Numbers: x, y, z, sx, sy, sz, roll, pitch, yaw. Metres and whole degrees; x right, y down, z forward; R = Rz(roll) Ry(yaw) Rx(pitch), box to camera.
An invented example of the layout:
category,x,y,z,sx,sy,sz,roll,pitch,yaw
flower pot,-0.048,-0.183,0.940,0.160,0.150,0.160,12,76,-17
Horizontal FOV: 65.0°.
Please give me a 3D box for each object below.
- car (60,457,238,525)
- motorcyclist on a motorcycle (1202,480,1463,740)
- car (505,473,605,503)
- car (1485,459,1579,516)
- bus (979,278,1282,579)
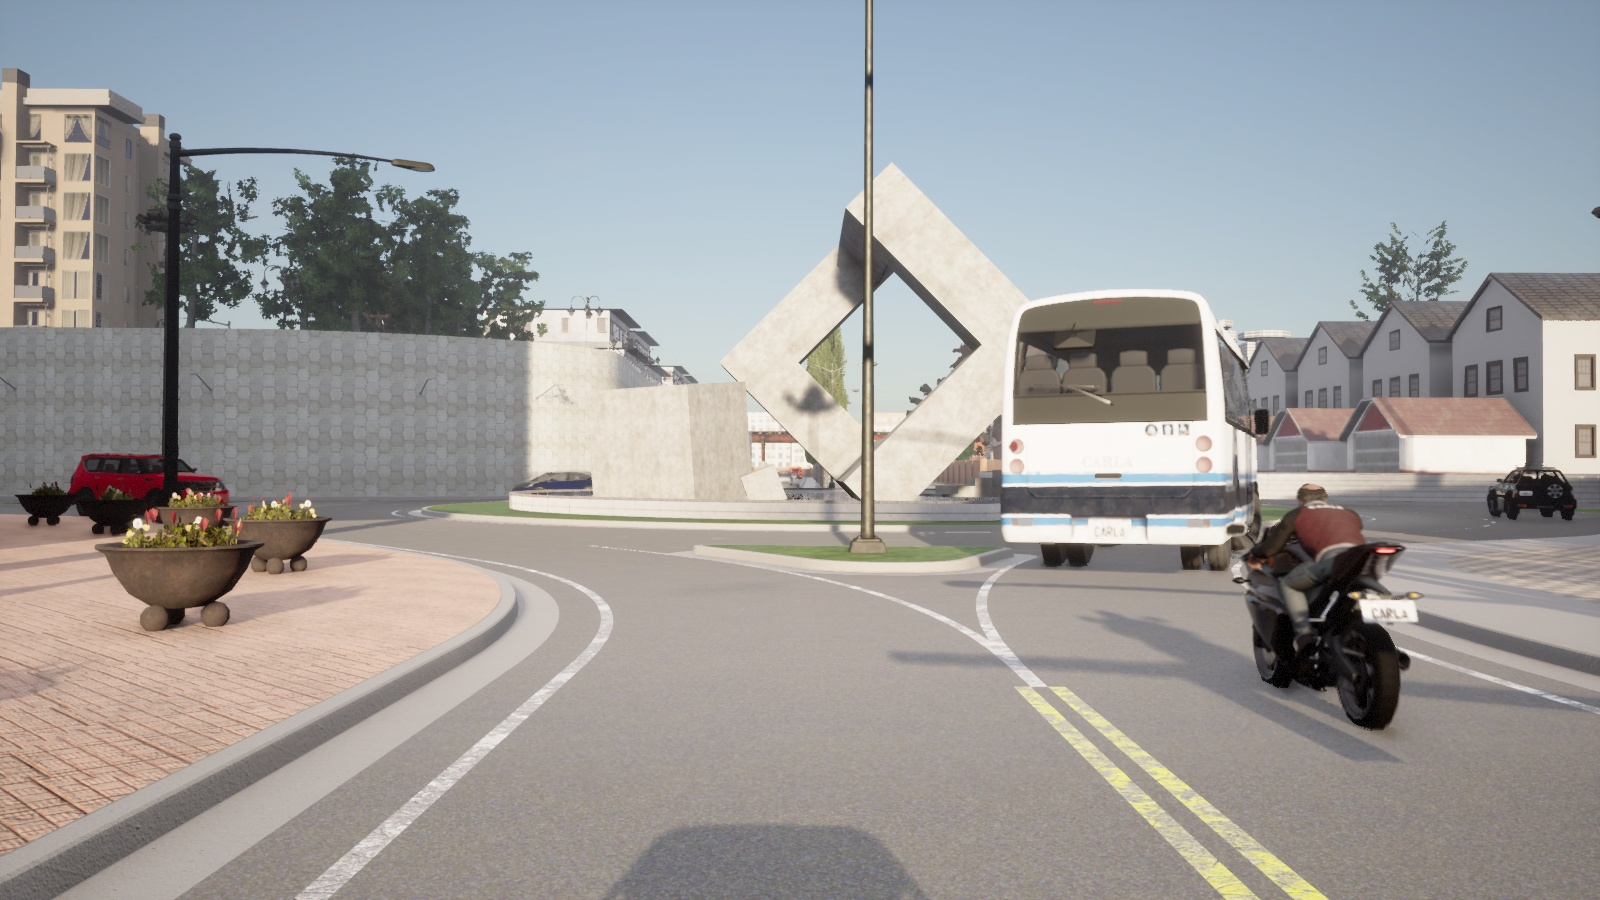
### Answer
category,x,y,z,sx,sy,sz,roll,pitch,yaw
car,-20.919,1.293,40.324,5.566,2.045,2.150,-1,-1,25
motorcyclist on a motorcycle,3.530,0.979,8.591,0.866,1.530,2.191,0,-1,1
car,-12.959,1.983,66.694,4.792,1.488,2.163,1,-1,-43
car,25.395,1.262,43.707,1.932,1.855,4.605,0,-1,19
bus,6.585,-0.199,23.230,3.944,4.253,10.273,-1,-1,23
